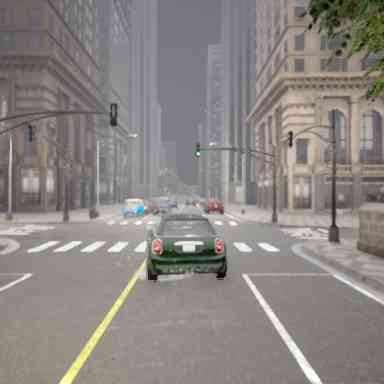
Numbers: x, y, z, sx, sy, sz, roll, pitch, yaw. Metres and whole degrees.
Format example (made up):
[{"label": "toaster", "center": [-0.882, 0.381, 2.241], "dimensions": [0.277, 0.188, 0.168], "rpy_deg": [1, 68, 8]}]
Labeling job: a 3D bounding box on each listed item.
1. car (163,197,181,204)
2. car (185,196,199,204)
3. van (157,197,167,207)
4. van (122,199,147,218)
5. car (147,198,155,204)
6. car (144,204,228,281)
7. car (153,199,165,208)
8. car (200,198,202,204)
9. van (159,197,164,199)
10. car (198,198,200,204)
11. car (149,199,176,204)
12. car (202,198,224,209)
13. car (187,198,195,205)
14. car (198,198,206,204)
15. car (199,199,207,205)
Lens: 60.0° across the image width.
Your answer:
[{"label": "car", "center": [-3.260, 1.951, 53.751], "dimensions": [1.882, 1.535, 5.008], "rpy_deg": [0, -1, 0]}, {"label": "car", "center": [-0.219, 1.929, 64.575], "dimensions": [2.097, 1.767, 4.553], "rpy_deg": [0, -1, 0]}, {"label": "van", "center": [-5.987, 1.934, 66.211], "dimensions": [1.690, 1.788, 3.998], "rpy_deg": [0, -1, 0]}, {"label": "van", "center": [-5.874, 1.626, 33.565], "dimensions": [1.690, 1.788, 3.998], "rpy_deg": [0, -1, 0]}, {"label": "car", "center": [-5.893, 1.775, 39.005], "dimensions": [1.967, 1.590, 4.097], "rpy_deg": [0, -1, 0]}, {"label": "car", "center": [-0.370, 1.437, 10.388], "dimensions": [2.097, 1.767, 4.553], "rpy_deg": [0, 0, -8]}, {"label": "car", "center": [-5.969, 2.086, 60.768], "dimensions": [1.887, 1.381, 4.507], "rpy_deg": [0, -1, 0]}, {"label": "car", "center": [2.613, 1.701, 44.485], "dimensions": [2.192, 1.841, 5.009], "rpy_deg": [0, -1, 0]}, {"label": "van", "center": [-5.950, 1.830, 55.329], "dimensions": [1.690, 1.788, 3.998], "rpy_deg": [0, -1, 0]}, {"label": "car", "center": [2.557, 2.092, 60.804], "dimensions": [2.008, 1.369, 4.403], "rpy_deg": [0, -1, 0]}, {"label": "car", "center": [-3.221, 1.864, 37.049], "dimensions": [2.033, 1.411, 5.357], "rpy_deg": [0, -1, 0]}, {"label": "car", "center": [2.632, 1.650, 39.044], "dimensions": [2.192, 1.841, 5.009], "rpy_deg": [0, -1, 0]}, {"label": "car", "center": [-0.254, 2.076, 74.607], "dimensions": [1.882, 1.535, 5.008], "rpy_deg": [0, -1, 0]}, {"label": "car", "center": [2.482, 2.294, 82.565], "dimensions": [1.887, 1.381, 4.507], "rpy_deg": [0, -1, 0]}, {"label": "car", "center": [2.501, 2.279, 77.125], "dimensions": [1.802, 1.307, 4.206], "rpy_deg": [0, -1, 0]}]
